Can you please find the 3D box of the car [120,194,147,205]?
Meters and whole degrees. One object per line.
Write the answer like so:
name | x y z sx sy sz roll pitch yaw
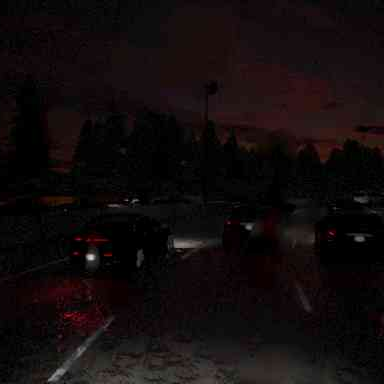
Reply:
car | -7.424 0.990 44.953 1.837 1.490 4.892 1 0 42

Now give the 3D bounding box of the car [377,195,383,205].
car | 21.191 1.084 33.312 5.566 2.045 2.150 0 1 -38

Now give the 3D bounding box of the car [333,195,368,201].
car | 15.035 1.342 32.567 4.892 1.490 1.837 1 0 -42

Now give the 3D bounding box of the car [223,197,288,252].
car | 2.776 1.302 14.259 2.097 1.767 4.553 1 1 18

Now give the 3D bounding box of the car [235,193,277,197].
car | 8.935 1.170 45.931 5.357 1.411 2.033 0 1 -40

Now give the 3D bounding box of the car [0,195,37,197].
car | -14.350 1.048 28.349 1.882 1.535 5.008 1 0 27

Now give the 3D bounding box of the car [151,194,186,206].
car | -3.096 1.059 44.527 1.812 1.442 4.674 1 0 45

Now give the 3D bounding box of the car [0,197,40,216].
car | -12.475 1.242 23.697 1.895 1.301 4.718 1 0 23

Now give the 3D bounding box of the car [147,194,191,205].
car | -2.422 1.135 39.881 2.033 1.411 5.357 1 1 41

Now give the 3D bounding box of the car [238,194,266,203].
car | 10.061 1.078 55.816 4.718 1.301 1.895 -1 1 -38

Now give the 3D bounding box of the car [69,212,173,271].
car | -2.017 1.425 10.773 1.837 1.490 4.892 0 -1 13

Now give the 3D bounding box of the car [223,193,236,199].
car | 7.616 0.930 58.343 4.892 1.490 1.837 0 1 -38

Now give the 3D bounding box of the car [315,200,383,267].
car | 5.630 1.392 11.927 2.097 1.767 4.553 1 1 17

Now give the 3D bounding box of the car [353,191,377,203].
car | 23.094 0.915 43.795 5.566 2.045 2.150 -1 2 -38

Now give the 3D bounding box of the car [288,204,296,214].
car | 7.671 1.396 30.188 1.895 1.301 4.718 1 1 40

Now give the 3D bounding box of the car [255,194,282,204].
car | 12.224 1.095 53.065 4.181 1.385 1.994 -1 1 -38

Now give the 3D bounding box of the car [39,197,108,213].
car | -8.260 1.196 24.472 2.128 1.511 4.902 1 1 26
